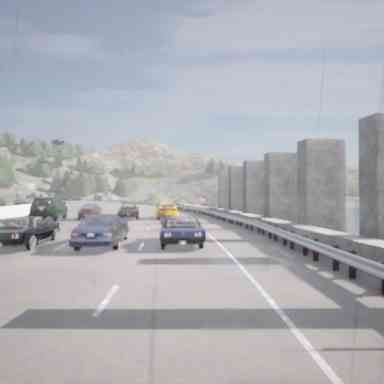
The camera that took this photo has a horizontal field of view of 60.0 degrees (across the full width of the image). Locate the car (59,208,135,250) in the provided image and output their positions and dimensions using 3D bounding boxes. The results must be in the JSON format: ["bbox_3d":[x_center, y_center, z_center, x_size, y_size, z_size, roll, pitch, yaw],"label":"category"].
[{"bbox_3d":[-4.002,1.691,15.037,2.033,1.411,5.357,0,-1,-4],"label":"car"}]

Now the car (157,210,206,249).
[{"bbox_3d":[-0.520,1.746,15.409,1.895,1.301,4.718,0,0,-4],"label":"car"}]

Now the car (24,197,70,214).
[{"bbox_3d":[-12.765,1.504,29.887,2.150,2.045,5.566,0,0,-9],"label":"car"}]

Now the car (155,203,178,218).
[{"bbox_3d":[-2.471,1.779,31.972,1.882,1.535,5.008,0,0,-9],"label":"car"}]

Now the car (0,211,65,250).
[{"bbox_3d":[-7.502,1.745,14.899,1.895,1.301,4.718,0,0,-4],"label":"car"}]

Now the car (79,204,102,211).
[{"bbox_3d":[-9.371,1.820,30.793,1.812,1.442,4.674,0,0,-9],"label":"car"}]

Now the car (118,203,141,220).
[{"bbox_3d":[-5.898,1.789,31.254,2.128,1.511,4.902,0,0,-9],"label":"car"}]
